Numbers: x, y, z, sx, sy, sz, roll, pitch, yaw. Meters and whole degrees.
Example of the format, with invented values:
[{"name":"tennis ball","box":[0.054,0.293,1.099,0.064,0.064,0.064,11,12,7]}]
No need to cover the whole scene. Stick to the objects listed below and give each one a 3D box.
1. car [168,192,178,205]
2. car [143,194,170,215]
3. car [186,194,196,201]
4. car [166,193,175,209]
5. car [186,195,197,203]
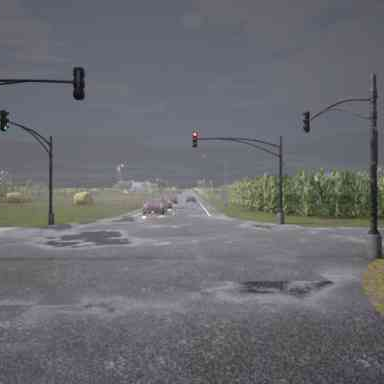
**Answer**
[{"name":"car","box":[-3.695,1.136,59.047,2.150,2.045,5.566,0,2,2]},{"name":"car","box":[-3.718,1.325,33.910,2.097,1.767,4.553,0,0,0]},{"name":"car","box":[-0.198,1.330,76.444,2.128,1.511,4.902,0,0,0]},{"name":"car","box":[-3.712,1.310,44.006,2.097,1.767,4.553,0,0,0]},{"name":"car","box":[-0.120,1.410,66.140,1.837,1.490,4.892,0,0,0]}]
